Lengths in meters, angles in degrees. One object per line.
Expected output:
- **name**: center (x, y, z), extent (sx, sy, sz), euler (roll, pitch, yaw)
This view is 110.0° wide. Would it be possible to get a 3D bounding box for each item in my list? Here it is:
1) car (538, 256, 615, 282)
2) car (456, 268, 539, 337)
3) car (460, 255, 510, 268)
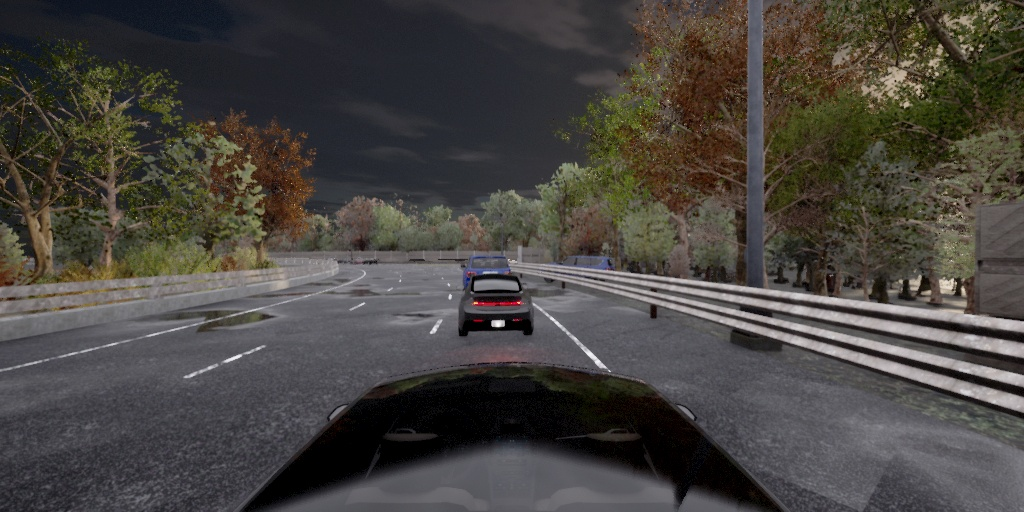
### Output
- **car**: center (4.712, 0.985, 26.243), extent (5.566, 2.045, 2.150), euler (3, 1, 21)
- **car**: center (-0.537, 1.249, 10.356), extent (1.837, 1.490, 4.892), euler (0, 0, -5)
- **car**: center (-1.327, 0.961, 17.831), extent (2.150, 2.045, 5.566), euler (0, 0, -9)
